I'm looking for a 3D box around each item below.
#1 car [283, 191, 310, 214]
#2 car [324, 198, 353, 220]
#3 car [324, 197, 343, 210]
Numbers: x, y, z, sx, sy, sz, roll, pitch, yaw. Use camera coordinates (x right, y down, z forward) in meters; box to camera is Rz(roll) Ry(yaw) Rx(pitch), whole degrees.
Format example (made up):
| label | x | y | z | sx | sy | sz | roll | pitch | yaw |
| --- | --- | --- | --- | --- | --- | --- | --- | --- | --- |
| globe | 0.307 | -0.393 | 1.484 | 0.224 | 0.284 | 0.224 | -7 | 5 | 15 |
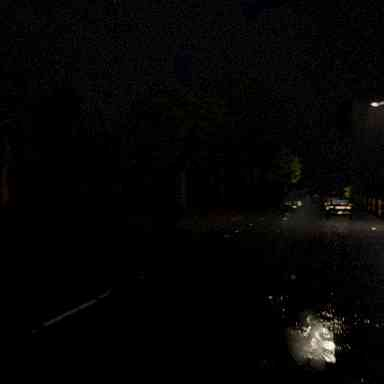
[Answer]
| label | x | y | z | sx | sy | sz | roll | pitch | yaw |
| --- | --- | --- | --- | --- | --- | --- | --- | --- | --- |
| car | 10.386 | 0.971 | 32.961 | 2.150 | 2.045 | 5.566 | 1 | 1 | 21 |
| car | 11.799 | 1.333 | 26.754 | 2.128 | 1.511 | 4.902 | 1 | 1 | 22 |
| car | 16.665 | 1.354 | 39.266 | 1.895 | 1.301 | 4.718 | 1 | 1 | 22 |
